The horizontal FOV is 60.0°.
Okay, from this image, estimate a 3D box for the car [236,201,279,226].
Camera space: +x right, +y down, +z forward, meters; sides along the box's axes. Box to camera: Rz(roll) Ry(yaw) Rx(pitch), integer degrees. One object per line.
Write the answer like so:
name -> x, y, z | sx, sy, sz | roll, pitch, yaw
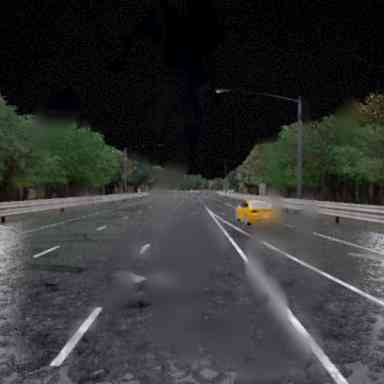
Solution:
car -> 4.187, 1.309, 22.014 | 1.882, 1.535, 5.008 | 0, 0, -4
